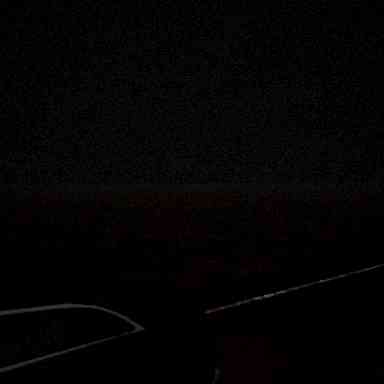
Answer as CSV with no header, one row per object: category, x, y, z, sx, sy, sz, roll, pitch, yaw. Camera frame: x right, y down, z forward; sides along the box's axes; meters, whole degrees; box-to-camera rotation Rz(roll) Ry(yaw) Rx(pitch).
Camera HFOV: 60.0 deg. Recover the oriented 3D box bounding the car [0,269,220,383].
car,-2.024,1.492,2.547,4.902,1.511,2.128,0,0,-35
